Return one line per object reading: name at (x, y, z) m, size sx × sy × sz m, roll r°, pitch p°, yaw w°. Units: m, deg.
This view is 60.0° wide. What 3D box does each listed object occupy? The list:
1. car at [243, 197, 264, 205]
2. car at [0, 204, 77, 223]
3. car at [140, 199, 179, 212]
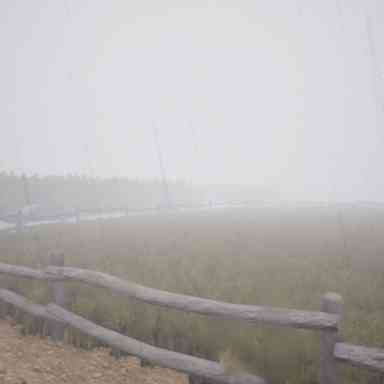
car at (8.927, 1.510, 47.292) m, size 2.128 × 1.511 × 4.902 m, roll 0°, pitch 0°, yaw 36°
car at (-11.178, 1.569, 24.554) m, size 2.033 × 1.411 × 5.357 m, roll 0°, pitch 0°, yaw 35°
car at (-3.398, 1.510, 35.505) m, size 2.128 × 1.511 × 4.902 m, roll 0°, pitch 0°, yaw 36°
